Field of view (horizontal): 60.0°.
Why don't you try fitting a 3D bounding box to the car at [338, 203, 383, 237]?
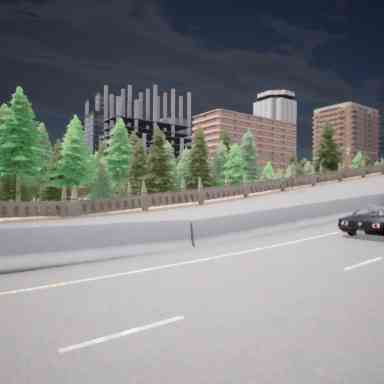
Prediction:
[{"bbox_3d":[8.284,1.124,14.029,4.718,1.301,1.895,-5,3,-35],"label":"car"}]
